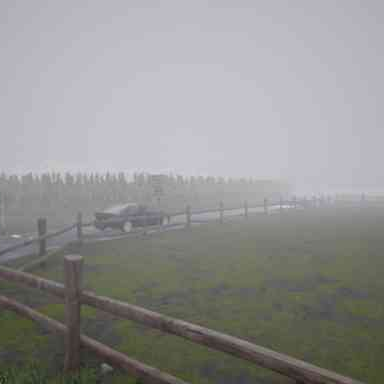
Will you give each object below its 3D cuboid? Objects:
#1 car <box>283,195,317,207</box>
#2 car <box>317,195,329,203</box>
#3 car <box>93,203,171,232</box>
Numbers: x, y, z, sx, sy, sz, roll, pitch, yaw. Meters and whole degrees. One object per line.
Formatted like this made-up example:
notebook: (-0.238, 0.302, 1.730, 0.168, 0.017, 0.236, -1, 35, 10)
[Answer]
car: (14.111, 1.132, 43.331, 2.128, 1.511, 4.902, -2, 0, 36)
car: (20.048, 1.151, 51.765, 1.895, 1.301, 4.718, -2, 0, 35)
car: (-3.265, 1.384, 18.974, 1.882, 1.535, 5.008, -2, 0, 35)
